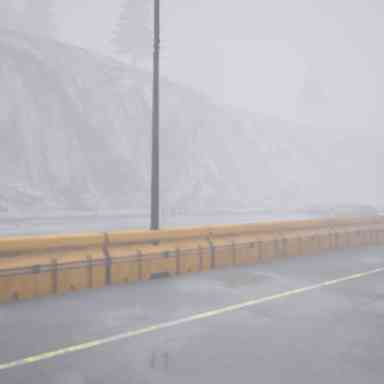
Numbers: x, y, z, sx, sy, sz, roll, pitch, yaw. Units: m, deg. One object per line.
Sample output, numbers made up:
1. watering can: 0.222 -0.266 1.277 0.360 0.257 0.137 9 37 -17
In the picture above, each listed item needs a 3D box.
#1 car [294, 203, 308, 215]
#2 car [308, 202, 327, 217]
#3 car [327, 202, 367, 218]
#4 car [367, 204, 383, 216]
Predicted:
1. car: 13.819 1.854 37.977 4.674 1.442 1.812 1 0 -28
2. car: 14.876 1.795 34.574 5.008 1.535 1.882 1 0 -28
3. car: 15.144 1.803 30.708 4.892 1.490 1.837 1 -1 -29
4. car: 17.485 1.793 28.016 4.902 1.511 2.128 1 0 -29
